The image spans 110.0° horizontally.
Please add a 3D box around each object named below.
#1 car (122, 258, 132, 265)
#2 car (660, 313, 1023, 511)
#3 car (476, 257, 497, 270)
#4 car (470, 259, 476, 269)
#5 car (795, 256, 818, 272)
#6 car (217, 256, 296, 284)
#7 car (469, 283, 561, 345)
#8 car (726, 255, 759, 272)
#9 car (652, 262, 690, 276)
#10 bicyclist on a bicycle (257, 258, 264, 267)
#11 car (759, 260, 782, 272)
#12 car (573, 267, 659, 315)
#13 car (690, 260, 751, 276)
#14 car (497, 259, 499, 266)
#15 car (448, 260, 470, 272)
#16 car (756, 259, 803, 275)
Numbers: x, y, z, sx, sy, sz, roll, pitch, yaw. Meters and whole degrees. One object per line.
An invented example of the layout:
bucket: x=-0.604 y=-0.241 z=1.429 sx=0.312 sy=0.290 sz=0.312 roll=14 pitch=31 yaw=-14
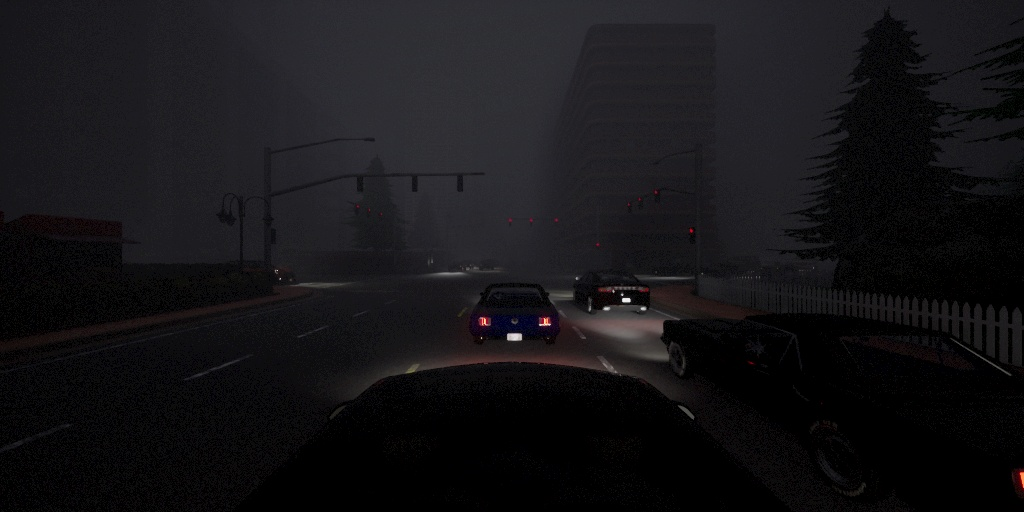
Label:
car: x=-27.791 y=0.914 z=24.220 sx=5.566 sy=2.045 sz=2.150 roll=0 pitch=0 yaw=0
car: x=3.598 y=1.351 z=4.359 sx=1.895 sy=1.301 sz=4.718 roll=0 pitch=0 yaw=0
car: x=-3.638 y=1.228 z=51.939 sx=1.882 sy=1.535 sz=5.008 roll=0 pitch=0 yaw=0
car: x=-7.136 y=1.297 z=56.692 sx=2.033 sy=1.411 sz=5.357 roll=0 pitch=0 yaw=0
car: x=35.534 y=0.916 z=43.433 sx=2.150 sy=2.045 sz=5.566 roll=0 pitch=0 yaw=44
car: x=-17.238 y=1.047 z=24.292 sx=4.553 sy=1.767 sz=2.097 roll=0 pitch=0 yaw=0
car: x=0.067 y=1.351 z=9.471 sx=1.895 sy=1.301 sz=4.718 roll=0 pitch=0 yaw=0
car: x=25.618 y=0.916 z=40.077 sx=5.566 sy=2.045 sz=2.150 roll=0 pitch=0 yaw=-31
car: x=16.561 y=1.295 z=36.469 sx=4.718 sy=1.301 sz=1.895 roll=0 pitch=0 yaw=-14
bicyclist on a bicycle: x=-27.918 y=0.996 z=39.698 sx=0.582 sy=1.620 sz=1.656 roll=0 pitch=0 yaw=0
car: x=33.344 y=1.220 z=46.202 sx=1.812 sy=1.442 sz=4.674 roll=0 pitch=0 yaw=42
car: x=3.577 y=1.228 z=13.679 sx=1.882 sy=1.535 sz=5.008 roll=0 pitch=0 yaw=0
car: x=19.544 y=1.295 z=33.621 sx=4.718 sy=1.301 sz=1.895 roll=0 pitch=0 yaw=-18
car: x=-3.623 y=1.255 z=62.038 sx=1.837 sy=1.490 sz=4.892 roll=0 pitch=0 yaw=0
car: x=-7.137 y=1.351 z=47.040 sx=1.895 sy=1.301 sz=4.718 roll=0 pitch=0 yaw=0
car: x=27.890 y=1.295 z=37.389 sx=4.718 sy=1.301 sz=1.895 roll=0 pitch=0 yaw=-31
